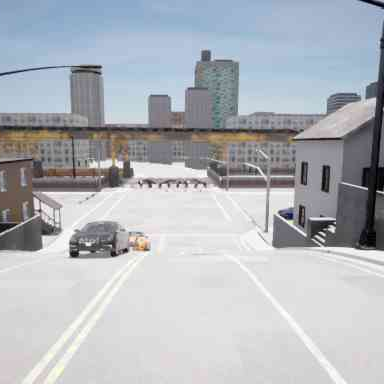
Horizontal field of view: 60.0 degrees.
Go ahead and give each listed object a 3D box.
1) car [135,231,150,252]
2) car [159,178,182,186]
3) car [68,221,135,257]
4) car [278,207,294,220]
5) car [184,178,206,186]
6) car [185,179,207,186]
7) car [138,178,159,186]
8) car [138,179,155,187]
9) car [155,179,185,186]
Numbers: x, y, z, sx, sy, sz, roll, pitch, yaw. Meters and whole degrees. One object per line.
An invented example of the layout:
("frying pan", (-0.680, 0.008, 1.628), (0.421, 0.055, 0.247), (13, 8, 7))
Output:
("car", (-4.300, 3.691, 24.744), (2.097, 1.767, 4.553), (0, -11, -2))
("car", (-4.607, -2.089, 70.466), (4.536, 1.218, 1.853), (-6, 11, -37))
("car", (-3.973, 2.050, 14.901), (1.837, 1.490, 4.892), (0, -8, -2))
("car", (12.784, 2.629, 41.129), (4.181, 1.385, 1.994), (0, 8, -1))
("car", (0.655, -2.199, 71.356), (4.536, 1.218, 1.853), (5, 10, 27))
("car", (0.700, -2.040, 71.355), (4.974, 1.542, 2.038), (5, 10, 27))
("car", (-9.293, -2.092, 70.357), (4.536, 1.218, 1.853), (8, 11, 42))
("car", (-9.255, -1.931, 70.345), (4.974, 1.542, 2.038), (8, 11, 42))
("car", (-4.648, -1.928, 70.457), (4.974, 1.542, 2.038), (-6, 11, -37))
